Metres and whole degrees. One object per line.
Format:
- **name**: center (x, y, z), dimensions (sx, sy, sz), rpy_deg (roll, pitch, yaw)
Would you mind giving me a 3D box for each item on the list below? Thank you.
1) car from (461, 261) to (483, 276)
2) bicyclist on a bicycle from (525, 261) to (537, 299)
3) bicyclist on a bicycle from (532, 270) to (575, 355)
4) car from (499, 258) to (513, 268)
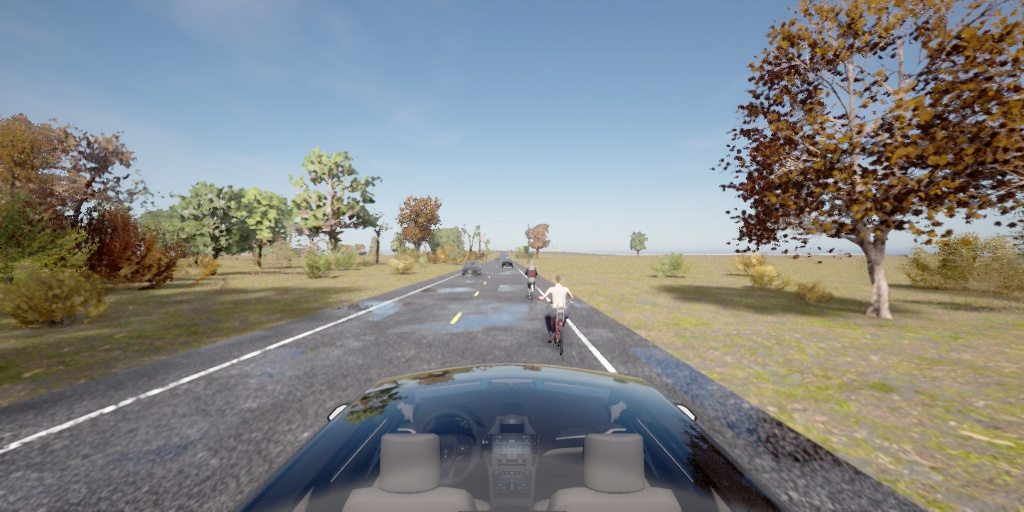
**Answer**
- **car**: center (-4.017, 1.251, 36.262), dimensions (1.837, 1.490, 4.892), rpy_deg (0, 0, -1)
- **bicyclist on a bicycle**: center (0.868, 1.119, 16.170), dimensions (0.659, 1.776, 1.843), rpy_deg (0, 0, -1)
- **bicyclist on a bicycle**: center (0.969, 1.186, 7.688), dimensions (0.866, 1.612, 1.509), rpy_deg (0, 0, -1)
- **car**: center (-0.788, 1.216, 62.331), dimensions (1.882, 1.535, 5.008), rpy_deg (0, 0, -1)
